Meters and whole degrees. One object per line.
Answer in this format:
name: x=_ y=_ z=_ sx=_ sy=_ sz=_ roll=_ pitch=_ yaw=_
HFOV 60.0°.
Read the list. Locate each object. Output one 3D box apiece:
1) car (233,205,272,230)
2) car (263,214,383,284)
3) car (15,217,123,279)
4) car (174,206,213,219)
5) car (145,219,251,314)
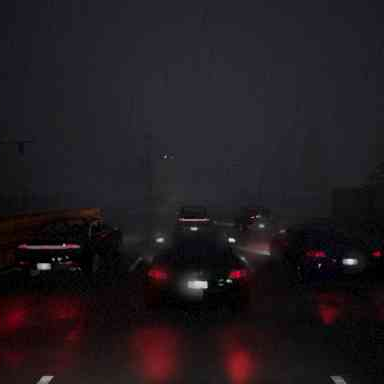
car: x=3.591 y=1.505 z=19.561 sx=1.837 sy=1.490 sz=4.892 roll=0 pitch=0 yaw=0
car: x=3.600 y=1.564 z=9.605 sx=1.994 sy=1.385 sz=4.181 roll=0 pitch=0 yaw=0
car: x=-3.405 y=1.492 z=10.069 sx=2.128 sy=1.511 sz=4.902 roll=0 pitch=0 yaw=0
car: x=0.093 y=1.492 z=17.672 sx=2.128 sy=1.511 sz=4.902 roll=0 pitch=0 yaw=0
car: x=0.097 y=1.564 z=7.723 sx=1.994 sy=1.385 sz=4.181 roll=0 pitch=0 yaw=0
